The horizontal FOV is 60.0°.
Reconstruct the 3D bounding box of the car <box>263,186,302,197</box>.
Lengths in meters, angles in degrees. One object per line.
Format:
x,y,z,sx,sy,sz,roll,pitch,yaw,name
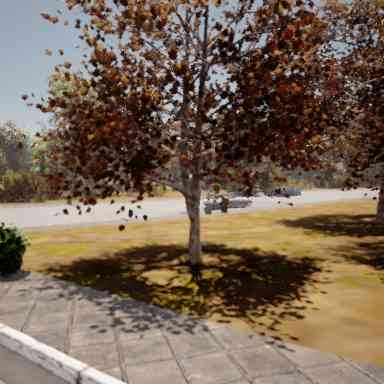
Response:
12.116,-0.090,44.349,5.357,1.411,2.033,-3,3,-27,car

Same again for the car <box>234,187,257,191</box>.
6.794,0.004,45.434,4.674,1.442,1.812,-3,3,-29,car

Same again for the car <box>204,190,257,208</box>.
3.517,0.830,31.050,4.718,1.301,1.895,-3,3,-34,car
